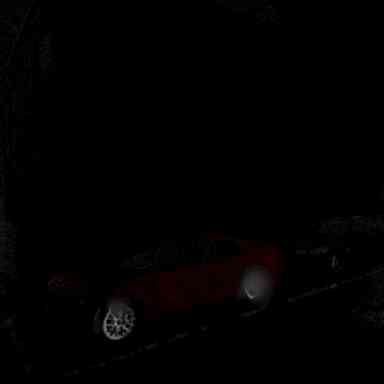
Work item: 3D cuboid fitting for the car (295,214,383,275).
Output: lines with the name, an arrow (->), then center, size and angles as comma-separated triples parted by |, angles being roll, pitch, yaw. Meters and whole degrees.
car -> 4.167, 1.327, 9.470 | 4.206, 1.307, 1.802 | -2, 1, -35

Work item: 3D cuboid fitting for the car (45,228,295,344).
car -> -0.340, 1.449, 6.277 | 4.507, 1.381, 1.887 | -2, 1, -35
